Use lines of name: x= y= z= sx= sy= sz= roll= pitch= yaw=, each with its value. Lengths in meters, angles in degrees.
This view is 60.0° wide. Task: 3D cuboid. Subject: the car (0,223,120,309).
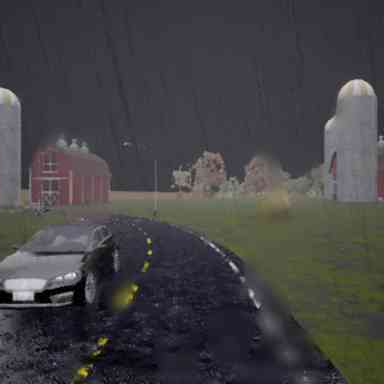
car: x=-3.022 y=1.567 z=8.231 sx=2.128 sy=1.511 sz=4.902 roll=0 pitch=-1 yaw=-2

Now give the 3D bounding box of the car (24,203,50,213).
car: x=-21.342 y=2.147 z=45.768 sx=4.181 sy=1.385 sz=1.994 roll=-1 pitch=0 yaw=38
